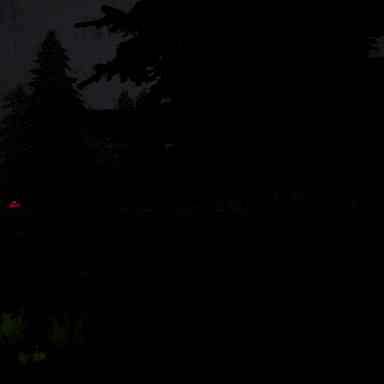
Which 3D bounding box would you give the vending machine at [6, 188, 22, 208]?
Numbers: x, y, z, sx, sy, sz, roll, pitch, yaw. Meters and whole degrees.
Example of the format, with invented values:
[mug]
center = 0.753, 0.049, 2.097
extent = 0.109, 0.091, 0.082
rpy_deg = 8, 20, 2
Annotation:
[vending machine]
center = -20.368, 0.676, 38.037
extent = 1.100, 2.100, 0.880
rpy_deg = -9, -3, -7
